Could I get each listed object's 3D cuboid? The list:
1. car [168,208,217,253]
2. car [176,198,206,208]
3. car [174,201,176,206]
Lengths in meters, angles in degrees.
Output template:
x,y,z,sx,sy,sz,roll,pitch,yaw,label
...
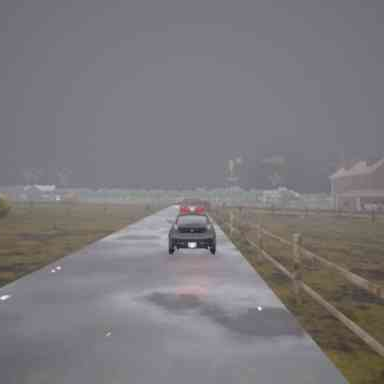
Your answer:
x,y,z,sx,sy,sz,roll,pitch,yaw,label
0.016,1.646,14.282,1.837,1.490,4.892,0,0,0,car
0.023,1.497,29.001,2.150,2.045,5.566,0,0,0,car
-2.696,2.350,71.620,1.994,1.385,4.181,0,-1,0,car
